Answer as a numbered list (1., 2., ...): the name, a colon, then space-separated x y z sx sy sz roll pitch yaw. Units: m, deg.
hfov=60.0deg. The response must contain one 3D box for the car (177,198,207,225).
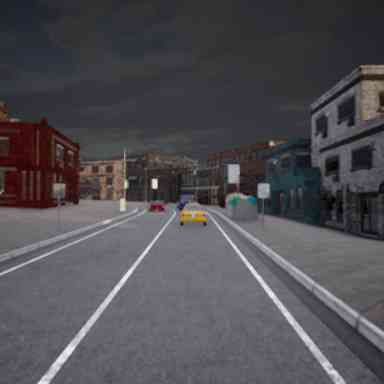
1. car: 0.100 1.483 24.196 1.801 1.575 5.366 0 0 0

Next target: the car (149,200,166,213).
1. car: -3.929 1.635 37.977 1.895 1.301 4.718 0 0 -4

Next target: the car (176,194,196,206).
1. car: -0.689 1.268 42.284 2.150 2.045 5.566 0 0 -8
